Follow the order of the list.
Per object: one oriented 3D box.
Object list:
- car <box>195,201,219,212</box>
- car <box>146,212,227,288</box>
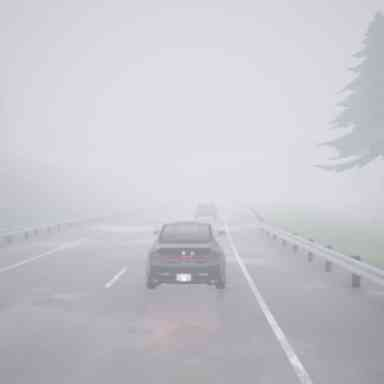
[{"bbox_3d":[1.347,1.560,29.306,2.128,1.511,4.902,0,0,6],"label":"car"},{"bbox_3d":[-0.091,1.526,9.303,1.837,1.490,4.892,0,0,2],"label":"car"}]
